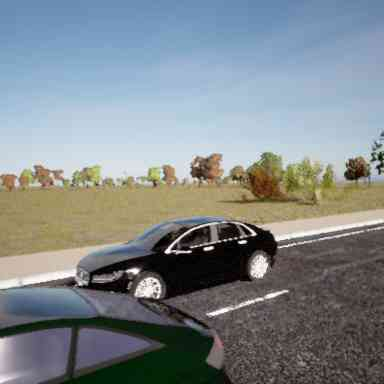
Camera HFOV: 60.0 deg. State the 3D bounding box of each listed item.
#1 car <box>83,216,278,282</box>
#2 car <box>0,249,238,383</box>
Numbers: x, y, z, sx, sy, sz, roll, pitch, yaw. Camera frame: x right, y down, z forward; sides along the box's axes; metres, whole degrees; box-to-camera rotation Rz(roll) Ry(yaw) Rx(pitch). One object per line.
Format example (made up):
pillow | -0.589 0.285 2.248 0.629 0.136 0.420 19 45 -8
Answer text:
car | -0.113 1.372 7.594 4.892 1.490 1.837 -2 1 -35
car | -1.690 1.565 2.480 4.181 1.385 1.994 -2 1 -35
